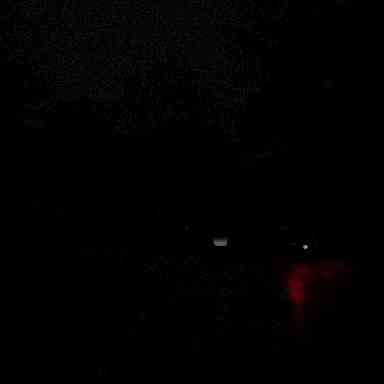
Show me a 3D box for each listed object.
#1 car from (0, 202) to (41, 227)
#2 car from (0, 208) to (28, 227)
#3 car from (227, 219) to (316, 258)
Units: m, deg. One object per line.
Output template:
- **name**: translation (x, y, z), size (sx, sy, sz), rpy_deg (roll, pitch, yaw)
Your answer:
- **car**: translation (-14.786, 1.822, 26.337), size (2.435, 2.045, 5.566), rpy_deg (0, -3, 25)
- **car**: translation (-16.943, 2.122, 28.421), size (2.231, 1.521, 4.892), rpy_deg (1, -3, 25)
- **car**: translation (3.316, 1.899, 14.533), size (1.812, 1.442, 4.674), rpy_deg (2, -2, -24)
